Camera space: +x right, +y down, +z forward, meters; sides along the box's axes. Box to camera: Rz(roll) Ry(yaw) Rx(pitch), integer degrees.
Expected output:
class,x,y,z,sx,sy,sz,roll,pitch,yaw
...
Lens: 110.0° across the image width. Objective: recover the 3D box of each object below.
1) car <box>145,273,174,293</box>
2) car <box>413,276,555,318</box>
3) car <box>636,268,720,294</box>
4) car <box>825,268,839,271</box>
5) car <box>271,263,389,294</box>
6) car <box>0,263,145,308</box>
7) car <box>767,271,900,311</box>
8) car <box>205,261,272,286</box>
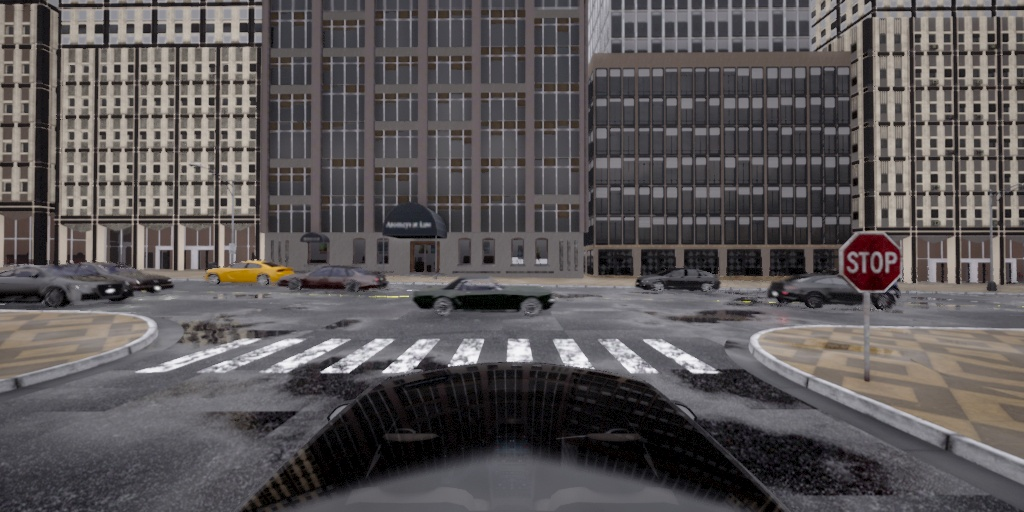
class,x,y,z,sx,sy,sz,roll,pitch,yaw
car,-18.507,1.015,16.071,5.357,1.411,2.033,1,-1,1
car,-0.888,1.358,12.560,4.718,1.301,1.895,0,0,1
car,10.282,1.508,22.367,4.892,1.490,1.837,1,-1,1
car,17.437,1.437,19.016,4.553,1.767,2.097,1,-1,1
car,-9.533,1.218,19.376,5.357,1.411,2.033,2,0,1
car,-16.288,1.033,12.789,4.181,1.385,1.994,1,-1,1
car,13.764,1.515,15.605,4.674,1.442,1.812,1,-1,1
car,-16.550,1.047,22.744,5.008,1.535,1.882,1,-1,1
